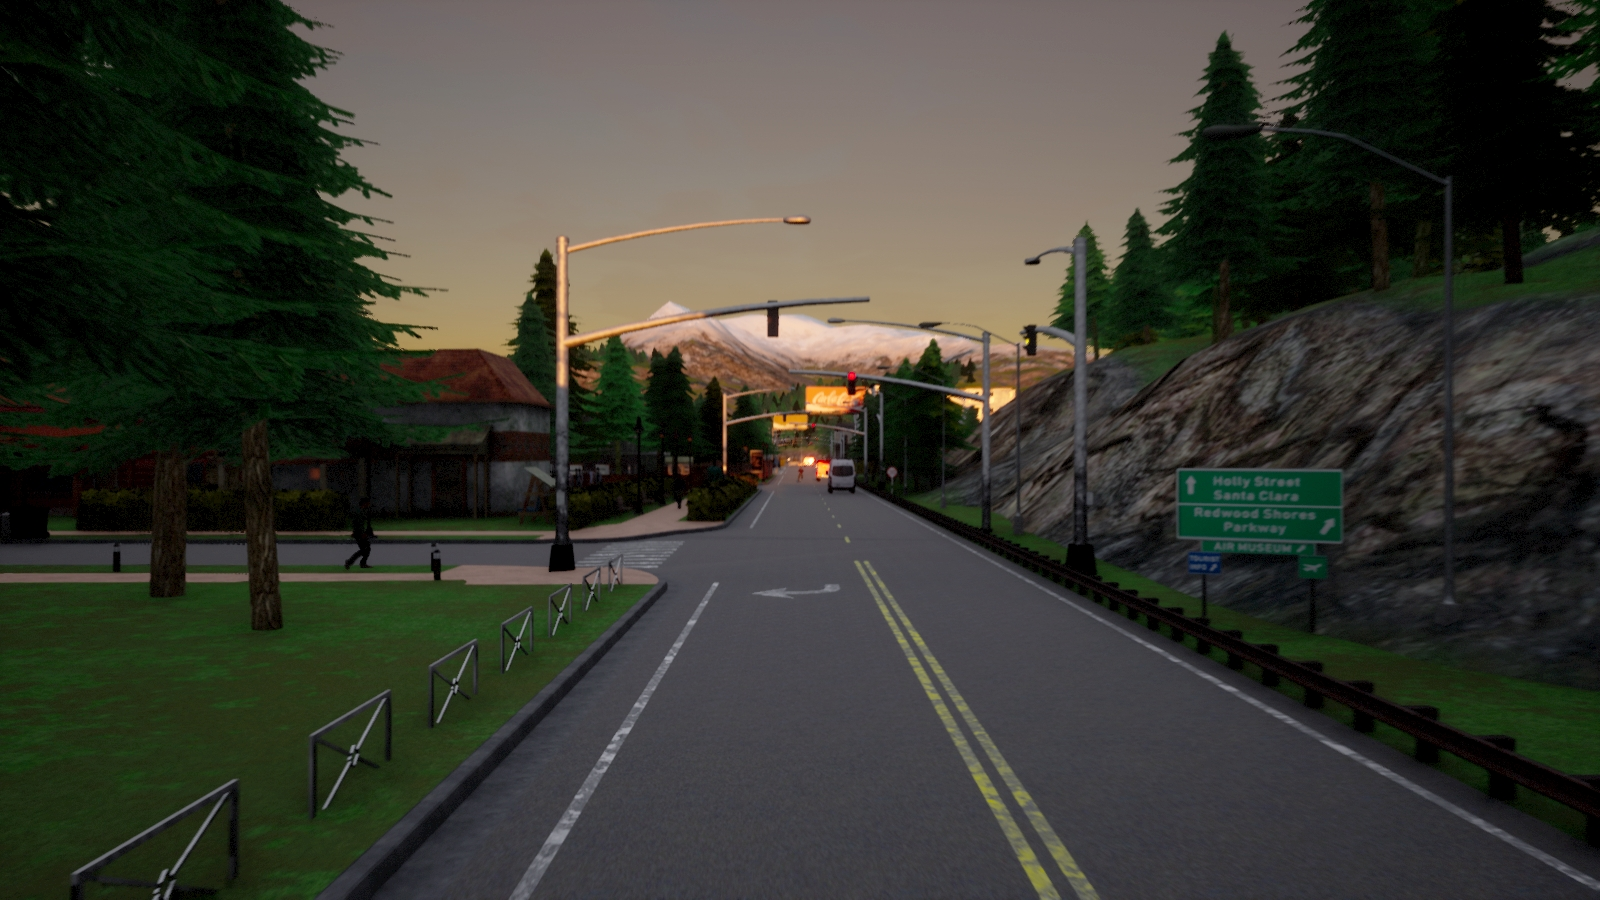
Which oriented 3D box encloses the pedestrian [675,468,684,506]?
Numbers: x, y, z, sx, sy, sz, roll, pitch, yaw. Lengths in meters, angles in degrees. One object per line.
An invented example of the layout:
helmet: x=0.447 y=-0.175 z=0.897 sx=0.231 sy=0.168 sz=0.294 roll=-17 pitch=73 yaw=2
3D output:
pedestrian: x=-5.927 y=1.812 z=56.225 sx=0.375 sy=1.860 sz=0.375 roll=0 pitch=0 yaw=1

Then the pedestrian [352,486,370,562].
pedestrian: x=-10.873 y=1.823 z=28.305 sx=0.375 sy=1.860 sz=0.375 roll=0 pitch=0 yaw=-16
